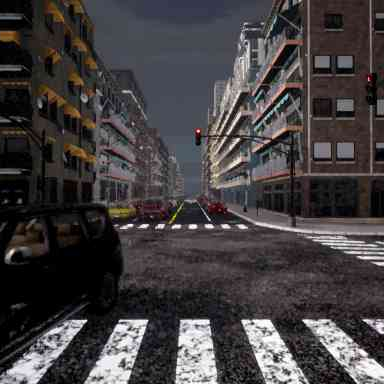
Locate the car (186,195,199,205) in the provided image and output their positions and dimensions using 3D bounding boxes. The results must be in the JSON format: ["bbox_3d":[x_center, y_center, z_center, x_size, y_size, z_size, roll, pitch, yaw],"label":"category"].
[{"bbox_3d":[-0.199,1.620,59.851,1.895,1.301,4.718,0,0,0],"label":"car"}]

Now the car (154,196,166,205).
[{"bbox_3d":[-5.887,1.545,61.003,1.752,1.417,4.829,1,0,0],"label":"car"}]

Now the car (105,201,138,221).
[{"bbox_3d":[-5.776,1.533,27.862,1.752,1.417,4.829,1,0,0],"label":"car"}]

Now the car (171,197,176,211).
[{"bbox_3d":[-3.227,1.558,37.608,2.033,1.411,5.357,0,0,0],"label":"car"}]

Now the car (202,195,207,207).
[{"bbox_3d":[2.568,1.451,39.093,1.967,1.590,4.097,1,0,0],"label":"car"}]

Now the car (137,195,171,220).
[{"bbox_3d":[-3.168,1.359,28.116,2.097,1.767,4.553,0,0,-1],"label":"car"}]

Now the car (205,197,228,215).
[{"bbox_3d":[2.586,1.554,33.570,1.887,1.381,4.507,1,0,0],"label":"car"}]

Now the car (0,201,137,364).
[{"bbox_3d":[-2.914,1.222,4.883,2.150,2.045,5.566,-1,0,12],"label":"car"}]

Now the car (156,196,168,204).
[{"bbox_3d":[-5.906,1.573,66.697,2.008,1.369,4.403,1,0,0],"label":"car"}]

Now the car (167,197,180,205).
[{"bbox_3d":[-3.248,1.619,58.897,1.895,1.301,4.718,0,0,0],"label":"car"}]

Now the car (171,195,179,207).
[{"bbox_3d":[-3.249,1.366,47.397,2.097,1.767,4.553,0,0,0],"label":"car"}]

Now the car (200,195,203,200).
[{"bbox_3d":[2.530,1.597,50.140,1.802,1.307,4.206,1,0,0],"label":"car"}]

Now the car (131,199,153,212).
[{"bbox_3d":[-5.814,1.555,39.079,1.887,1.381,4.507,1,0,0],"label":"car"}]

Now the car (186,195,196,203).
[{"bbox_3d":[-0.233,1.480,69.828,2.128,1.511,4.902,0,0,0],"label":"car"}]

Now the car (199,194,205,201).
[{"bbox_3d":[2.726,1.382,81.883,2.097,1.767,4.553,0,0,0],"label":"car"}]

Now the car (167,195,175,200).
[{"bbox_3d":[-5.998,1.589,94.313,2.008,1.369,4.403,1,0,0],"label":"car"}]

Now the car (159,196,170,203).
[{"bbox_3d":[-5.925,1.570,72.220,1.887,1.381,4.507,1,0,0],"label":"car"}]
